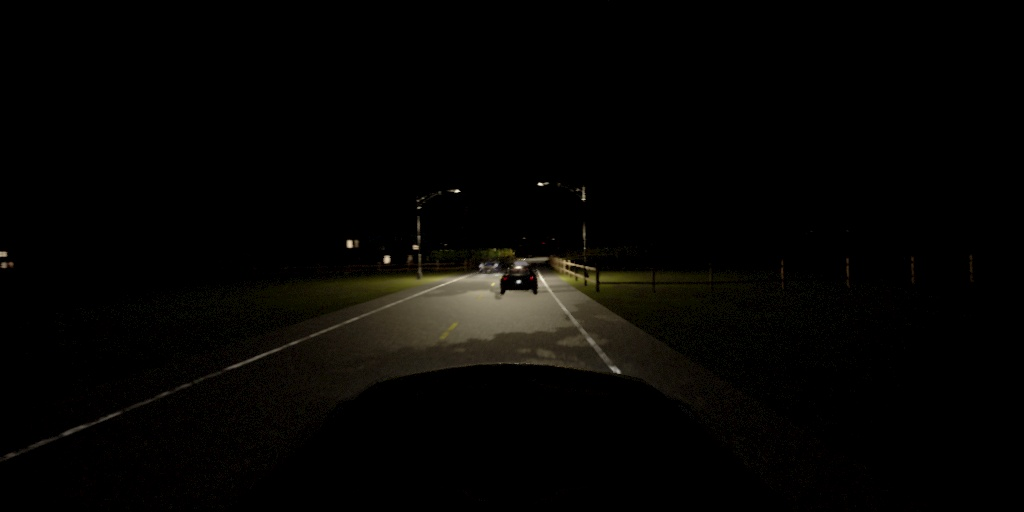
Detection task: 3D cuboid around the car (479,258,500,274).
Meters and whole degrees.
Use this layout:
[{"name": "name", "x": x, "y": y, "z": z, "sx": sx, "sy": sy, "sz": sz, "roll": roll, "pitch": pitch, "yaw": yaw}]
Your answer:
[{"name": "car", "x": -2.341, "y": 0.968, "z": 39.601, "sx": 2.097, "sy": 1.767, "sz": 4.553, "roll": -1, "pitch": 0, "yaw": 3}]

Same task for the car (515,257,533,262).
[{"name": "car", "x": 0.905, "y": 1.119, "z": 35.146, "sx": 2.033, "sy": 1.411, "sz": 5.357, "roll": -1, "pitch": 0, "yaw": 3}]

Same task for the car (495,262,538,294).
[{"name": "car", "x": 0.397, "y": 1.224, "z": 19.688, "sx": 1.994, "sy": 1.385, "sz": 4.181, "roll": -1, "pitch": 0, "yaw": 2}]
